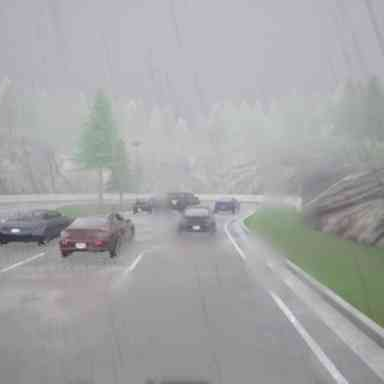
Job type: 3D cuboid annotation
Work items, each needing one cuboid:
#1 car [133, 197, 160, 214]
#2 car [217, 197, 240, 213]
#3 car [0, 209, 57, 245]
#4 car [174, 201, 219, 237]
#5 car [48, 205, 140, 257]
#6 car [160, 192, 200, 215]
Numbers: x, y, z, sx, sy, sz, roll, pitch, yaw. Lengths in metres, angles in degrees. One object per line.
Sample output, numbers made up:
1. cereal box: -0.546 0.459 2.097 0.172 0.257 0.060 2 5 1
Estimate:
1. car: -4.019 1.292 31.819 1.837 1.490 4.892 0 0 15
2. car: 3.611 1.255 33.200 1.882 1.535 5.008 0 0 16
3. car: -6.782 1.464 14.939 1.994 1.385 4.181 0 0 2
4. car: 0.287 1.411 17.130 1.812 1.442 4.674 0 0 2
5. car: -3.358 1.443 12.404 1.812 1.442 4.674 0 0 1
6. car: -0.742 1.016 30.799 2.150 2.045 5.566 0 0 16
